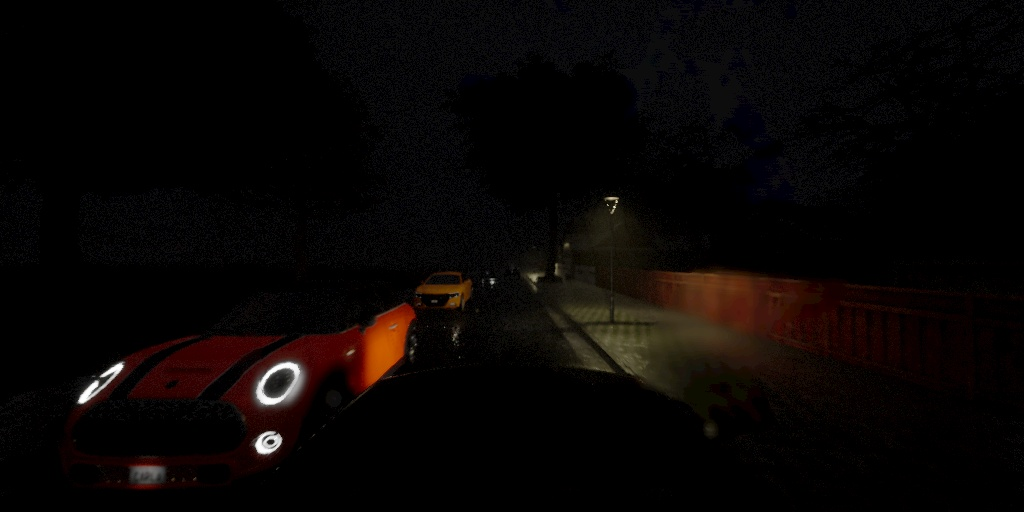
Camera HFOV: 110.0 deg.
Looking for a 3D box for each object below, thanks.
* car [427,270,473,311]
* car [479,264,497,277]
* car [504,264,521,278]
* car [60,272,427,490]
[{"bbox_3d":[-2.847,1.425,15.684,1.882,1.535,5.008,0,-1,0],"label":"car"},{"bbox_3d":[-2.855,1.790,43.949,2.128,1.511,4.902,0,-1,0],"label":"car"},{"bbox_3d":[0.047,1.829,42.565,2.033,1.411,5.357,0,-1,0],"label":"car"},{"bbox_3d":[-2.849,1.150,5.054,2.097,1.767,4.553,0,-1,0],"label":"car"}]
